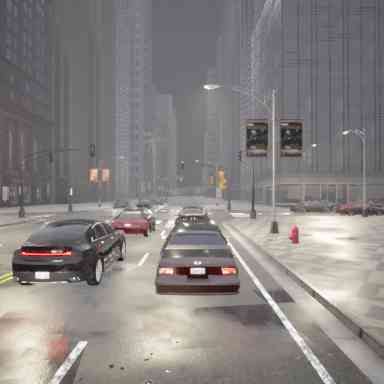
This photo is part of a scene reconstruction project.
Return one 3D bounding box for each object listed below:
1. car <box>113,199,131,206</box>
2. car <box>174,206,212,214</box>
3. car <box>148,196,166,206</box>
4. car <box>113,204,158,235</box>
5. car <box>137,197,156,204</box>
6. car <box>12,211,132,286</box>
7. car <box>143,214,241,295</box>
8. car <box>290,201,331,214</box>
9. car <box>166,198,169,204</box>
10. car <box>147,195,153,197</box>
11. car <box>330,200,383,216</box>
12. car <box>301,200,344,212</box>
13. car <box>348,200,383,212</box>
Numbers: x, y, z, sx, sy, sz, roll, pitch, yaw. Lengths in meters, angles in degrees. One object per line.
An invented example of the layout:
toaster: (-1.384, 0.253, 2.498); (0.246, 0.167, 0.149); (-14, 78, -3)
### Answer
car: (-9.837, 1.708, 46.990); (1.837, 1.490, 4.892); (0, 0, 0)
car: (0.050, 1.543, 18.592); (1.837, 1.490, 4.892); (0, 0, 1)
car: (-6.546, 1.877, 62.567); (1.994, 1.385, 4.181); (0, -1, 0)
car: (-3.147, 1.601, 18.338); (1.994, 1.385, 4.181); (0, 0, 0)
car: (-6.588, 1.800, 46.468); (1.895, 1.301, 4.718); (0, 0, 0)
car: (-3.149, 1.516, 9.437); (1.837, 1.490, 4.892); (0, 0, 0)
car: (0.108, 1.557, 8.853); (2.033, 1.411, 5.357); (0, 0, 0)
car: (12.863, 1.635, 36.052); (4.181, 1.385, 1.994); (0, -1, -2)
car: (-6.485, 1.972, 77.468); (2.033, 1.411, 5.357); (0, 0, 0)
car: (-9.751, 1.856, 67.369); (1.837, 1.490, 4.892); (0, -1, 0)
car: (15.321, 1.576, 30.320); (4.206, 1.307, 1.802); (0, 0, -1)
car: (15.192, 1.661, 38.843); (4.313, 1.339, 1.947); (0, 0, -1)
car: (20.832, 1.642, 38.930); (4.313, 1.339, 1.947); (0, 0, -1)
